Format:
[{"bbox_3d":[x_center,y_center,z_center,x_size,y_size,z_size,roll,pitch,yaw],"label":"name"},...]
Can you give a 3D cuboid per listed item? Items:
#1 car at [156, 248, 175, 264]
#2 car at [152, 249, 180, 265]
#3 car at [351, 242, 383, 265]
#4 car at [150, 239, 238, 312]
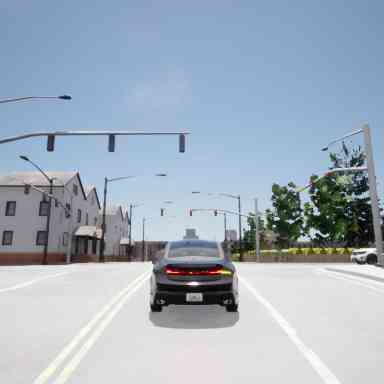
[{"bbox_3d":[-3.734,9.274,47.884,2.150,2.045,5.566,0,-12,0],"label":"car"},{"bbox_3d":[-2.680,6.574,33.379,1.812,1.442,4.674,3,-13,-16],"label":"car"},{"bbox_3d":[16.798,5.314,28.829,5.566,2.045,2.150,0,-12,1],"label":"car"},{"bbox_3d":[0.047,1.985,8.588,1.837,1.490,4.892,0,-7,0],"label":"car"}]
